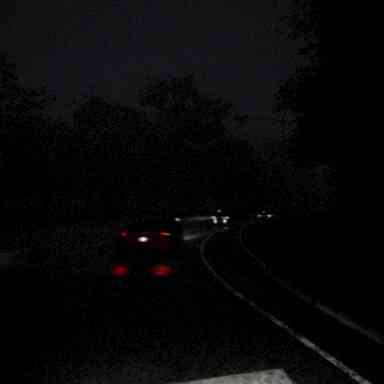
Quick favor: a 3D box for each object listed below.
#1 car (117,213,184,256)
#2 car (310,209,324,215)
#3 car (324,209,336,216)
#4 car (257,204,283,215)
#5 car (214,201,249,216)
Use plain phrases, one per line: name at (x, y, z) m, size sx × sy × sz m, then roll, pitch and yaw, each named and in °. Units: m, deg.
car at (-1.460, 1.507, 12.893) m, size 1.994 × 1.385 × 4.181 m, roll -1°, pitch 0°, yaw 4°
car at (22.669, 3.698, 59.852) m, size 1.812 × 1.442 × 4.674 m, roll 0°, pitch -5°, yaw 35°
car at (24.205, 3.549, 55.938) m, size 1.994 × 1.385 × 4.181 m, roll 0°, pitch -4°, yaw 35°
car at (10.110, 2.185, 42.082) m, size 2.033 × 1.411 × 5.357 m, roll 0°, pitch -4°, yaw 35°
car at (3.989, 1.625, 33.393) m, size 2.128 × 1.511 × 4.902 m, roll 0°, pitch -2°, yaw 35°
